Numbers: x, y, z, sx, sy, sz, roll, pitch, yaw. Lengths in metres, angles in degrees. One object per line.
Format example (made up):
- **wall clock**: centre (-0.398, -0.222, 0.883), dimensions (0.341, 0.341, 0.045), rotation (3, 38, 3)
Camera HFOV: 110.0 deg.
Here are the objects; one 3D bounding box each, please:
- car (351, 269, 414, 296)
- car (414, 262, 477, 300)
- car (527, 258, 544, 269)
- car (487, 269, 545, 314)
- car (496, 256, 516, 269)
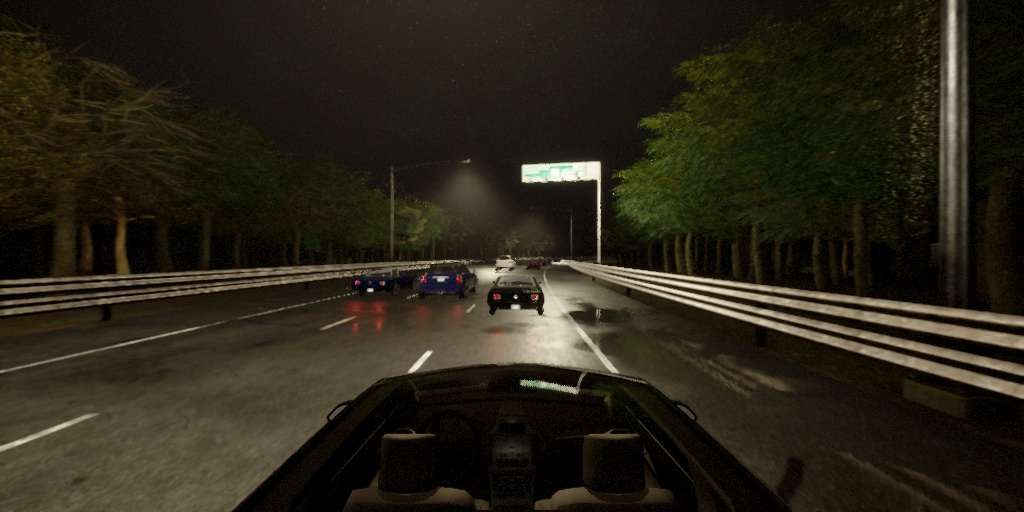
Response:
- **car**: centre (-6.592, 1.322, 19.212), dimensions (1.895, 1.301, 4.718), rotation (1, 0, 3)
- **car**: centre (-3.052, 1.096, 17.991), dimensions (2.097, 1.767, 4.553), rotation (0, 0, 2)
- **car**: centre (3.331, 1.290, 53.906), dimensions (2.033, 1.411, 5.357), rotation (0, 0, 7)
- **car**: centre (0.195, 1.353, 13.743), dimensions (1.895, 1.301, 4.718), rotation (0, 0, 2)
- **car**: centre (-0.810, 0.959, 48.542), dimensions (2.150, 2.045, 5.566), rotation (0, 0, 7)
